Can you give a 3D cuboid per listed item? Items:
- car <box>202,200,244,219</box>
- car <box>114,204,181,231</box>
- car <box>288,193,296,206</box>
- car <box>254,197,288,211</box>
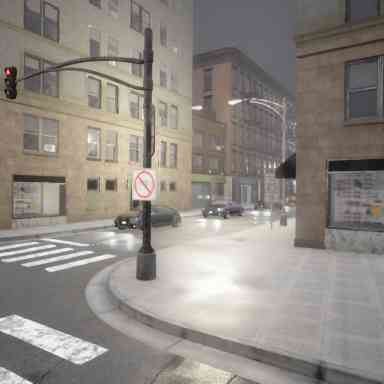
[{"bbox_3d":[2.492,1.298,26.254,1.994,1.385,4.181,1,1,34],"label":"car"},{"bbox_3d":[-2.421,1.390,18.886,1.994,1.385,4.181,1,1,34],"label":"car"},{"bbox_3d":[13.712,0.871,42.992,2.097,1.767,4.553,1,1,34],"label":"car"},{"bbox_3d":[7.990,1.192,34.481,1.994,1.385,4.181,1,1,34],"label":"car"}]
